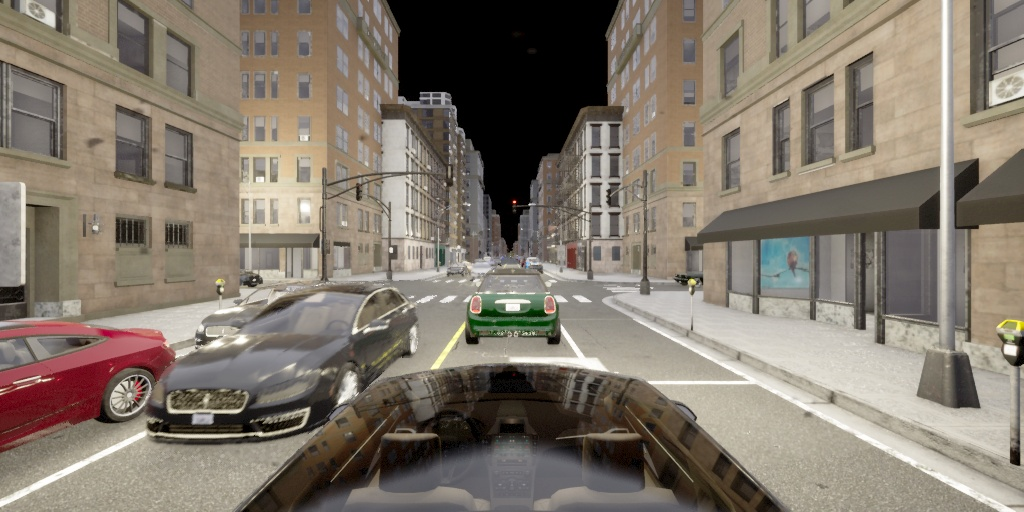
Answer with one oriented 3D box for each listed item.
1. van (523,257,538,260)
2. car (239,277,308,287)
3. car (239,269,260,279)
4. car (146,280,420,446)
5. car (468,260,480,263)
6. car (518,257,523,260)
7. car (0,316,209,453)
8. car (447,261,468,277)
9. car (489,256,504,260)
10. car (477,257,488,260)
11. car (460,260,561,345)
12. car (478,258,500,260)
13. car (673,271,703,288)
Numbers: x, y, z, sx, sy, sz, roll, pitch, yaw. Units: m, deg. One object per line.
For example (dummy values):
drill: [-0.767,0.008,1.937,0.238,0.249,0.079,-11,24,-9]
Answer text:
van: [2.637,1.084,46.533,1.690,1.789,3.998,0,0,0]
car: [-5.389,1.300,8.843,2.007,1.370,4.403,0,0,0]
car: [-17.145,1.223,21.077,4.181,1.385,1.994,0,0,0]
car: [-2.850,1.255,5.733,1.837,1.490,4.892,0,0,0]
car: [-2.480,1.272,29.214,1.812,1.442,4.674,0,0,-7]
car: [2.640,1.056,62.752,2.192,1.841,5.009,0,0,0]
car: [-5.389,1.332,3.161,1.802,1.307,4.207,0,0,0]
car: [-5.393,1.296,35.719,2.007,1.370,4.403,0,0,0]
car: [-2.812,1.248,64.511,1.837,1.490,4.892,0,-1,0]
car: [-5.414,1.182,57.344,1.967,1.591,4.097,0,0,0]
car: [0.040,1.102,9.685,2.097,1.767,4.553,0,0,1]
car: [-2.863,1.292,45.232,2.033,1.411,5.357,0,0,-1]
car: [13.495,1.431,24.079,4.718,1.301,1.895,0,0,0]
